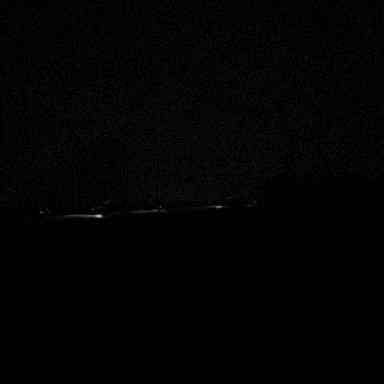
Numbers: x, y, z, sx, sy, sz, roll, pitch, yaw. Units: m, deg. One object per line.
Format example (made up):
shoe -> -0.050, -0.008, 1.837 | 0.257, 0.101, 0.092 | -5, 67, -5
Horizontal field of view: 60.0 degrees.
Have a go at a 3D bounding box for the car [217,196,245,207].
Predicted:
car -> 6.238, 1.405, 50.354 | 1.882, 1.535, 5.008 | -1, -1, 36

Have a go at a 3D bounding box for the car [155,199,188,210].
car -> -2.655, 1.558, 42.752 | 1.895, 1.301, 4.718 | -1, -1, 35

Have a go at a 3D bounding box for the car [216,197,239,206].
car -> 5.894, 1.520, 54.746 | 1.812, 1.442, 4.674 | -1, -1, 35

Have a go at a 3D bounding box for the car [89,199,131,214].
car -> -8.417, 1.496, 34.596 | 1.812, 1.442, 4.674 | -1, -1, 35

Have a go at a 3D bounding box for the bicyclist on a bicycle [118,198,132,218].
bicyclist on a bicycle -> -5.675, 1.351, 28.099 | 1.656, 1.620, 0.582 | 0, 0, 35

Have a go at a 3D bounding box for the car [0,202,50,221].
car -> -14.144, 1.539, 26.418 | 2.033, 1.411, 5.357 | -1, -1, 34

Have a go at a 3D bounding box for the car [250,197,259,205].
car -> 11.933, 1.477, 58.536 | 2.128, 1.511, 4.902 | -1, -1, 35
